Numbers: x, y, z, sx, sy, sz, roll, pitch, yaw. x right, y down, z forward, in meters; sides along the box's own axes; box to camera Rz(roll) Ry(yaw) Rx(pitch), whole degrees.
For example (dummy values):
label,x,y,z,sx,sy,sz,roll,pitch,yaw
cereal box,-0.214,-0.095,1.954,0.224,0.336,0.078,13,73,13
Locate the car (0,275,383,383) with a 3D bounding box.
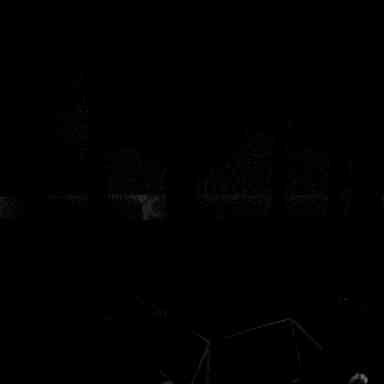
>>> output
label,x,y,z,sx,sy,sz,roll,pitch,yaw
car,-0.165,1.598,2.938,4.718,1.301,1.895,0,0,-35
